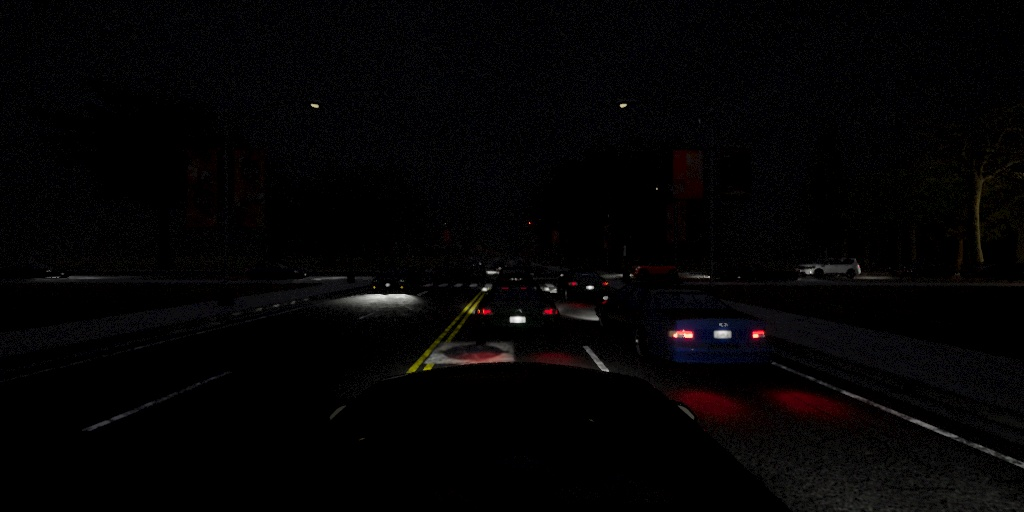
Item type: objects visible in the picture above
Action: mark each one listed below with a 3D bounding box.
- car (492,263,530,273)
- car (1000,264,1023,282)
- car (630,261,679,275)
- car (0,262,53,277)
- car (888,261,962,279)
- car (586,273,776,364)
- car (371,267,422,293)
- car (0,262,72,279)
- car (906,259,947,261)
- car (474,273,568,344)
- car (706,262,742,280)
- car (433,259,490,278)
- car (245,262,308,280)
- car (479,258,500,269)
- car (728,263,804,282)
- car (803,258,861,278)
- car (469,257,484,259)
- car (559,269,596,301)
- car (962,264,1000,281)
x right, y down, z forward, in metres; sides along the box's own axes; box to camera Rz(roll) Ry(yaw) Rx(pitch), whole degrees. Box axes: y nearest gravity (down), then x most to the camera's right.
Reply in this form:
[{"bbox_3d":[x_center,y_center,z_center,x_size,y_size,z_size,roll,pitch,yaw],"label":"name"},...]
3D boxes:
[{"bbox_3d":[0.098,1.276,18.486,1.837,1.490,4.892,0,0,0],"label":"car"},{"bbox_3d":[45.511,1.424,30.538,4.553,1.767,2.097,0,0,0],"label":"car"},{"bbox_3d":[14.598,1.249,36.984,4.553,1.767,2.097,0,0,-1],"label":"car"},{"bbox_3d":[-45.923,1.263,33.087,4.718,1.301,1.895,0,0,0],"label":"car"},{"bbox_3d":[42.657,1.551,37.186,4.902,1.511,2.128,0,0,0],"label":"car"},{"bbox_3d":[3.353,1.300,8.231,2.033,1.411,5.357,0,0,0],"label":"car"},{"bbox_3d":[-6.610,1.342,20.909,1.994,1.385,4.181,0,0,-2],"label":"car"},{"bbox_3d":[-39.800,1.199,29.873,4.674,1.442,1.812,0,0,0],"label":"car"},{"bbox_3d":[45.924,1.309,40.434,5.566,2.045,2.150,0,0,0],"label":"car"},{"bbox_3d":[0.106,1.317,9.580,1.994,1.385,4.181,0,0,0],"label":"car"},{"bbox_3d":[20.917,1.416,33.597,4.902,1.511,2.128,0,0,0],"label":"car"},{"bbox_3d":[-4.818,1.289,33.426,4.902,1.511,2.128,0,0,0],"label":"car"},{"bbox_3d":[-19.683,1.266,30.059,4.674,1.442,1.812,0,0,-1],"label":"car"},{"bbox_3d":[-3.316,1.381,52.674,2.128,1.511,4.902,0,0,0],"label":"car"},{"bbox_3d":[21.428,1.524,30.349,4.718,1.301,1.895,0,0,0],"label":"car"},{"bbox_3d":[32.674,1.214,37.135,5.566,2.045,2.150,0,0,0],"label":"car"},{"bbox_3d":[-6.553,1.164,61.973,2.150,2.045,5.566,0,0,0],"label":"car"},{"bbox_3d":[3.356,1.332,17.475,1.994,1.385,4.181,0,0,0],"label":"car"},{"bbox_3d":[45.573,1.554,33.800,5.008,1.535,1.882,0,0,-1],"label":"car"}]
